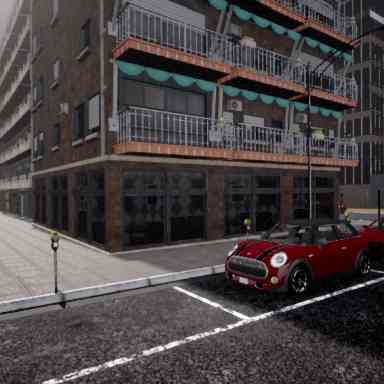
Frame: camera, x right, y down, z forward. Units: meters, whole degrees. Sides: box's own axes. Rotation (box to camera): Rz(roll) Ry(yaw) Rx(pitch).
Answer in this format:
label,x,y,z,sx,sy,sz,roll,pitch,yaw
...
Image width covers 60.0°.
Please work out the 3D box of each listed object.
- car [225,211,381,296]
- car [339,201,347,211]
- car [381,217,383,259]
label,x,y,z,sx,sy,sz,roll,pitch,yaw
car,2.764,1.439,8.538,4.097,1.590,1.967,0,-1,-35
car,16.533,1.746,40.629,1.967,1.590,4.097,-2,0,-36
car,7.264,1.543,11.743,4.507,1.381,1.887,0,-1,-35
